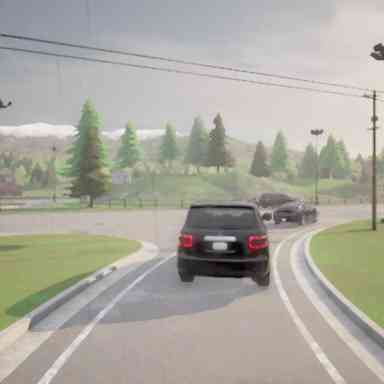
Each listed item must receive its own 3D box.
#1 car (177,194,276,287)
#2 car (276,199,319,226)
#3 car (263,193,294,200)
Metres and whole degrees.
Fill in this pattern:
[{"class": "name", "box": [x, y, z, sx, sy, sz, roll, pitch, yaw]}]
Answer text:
[{"class": "car", "box": [1.071, 1.214, 9.598, 2.150, 2.045, 5.566, 0, 0, 10]}, {"class": "car", "box": [7.328, 1.487, 23.144, 1.837, 1.490, 4.892, -1, 0, 37]}, {"class": "car", "box": [11.537, 1.181, 44.107, 5.566, 2.045, 2.150, 0, 0, -25]}]
